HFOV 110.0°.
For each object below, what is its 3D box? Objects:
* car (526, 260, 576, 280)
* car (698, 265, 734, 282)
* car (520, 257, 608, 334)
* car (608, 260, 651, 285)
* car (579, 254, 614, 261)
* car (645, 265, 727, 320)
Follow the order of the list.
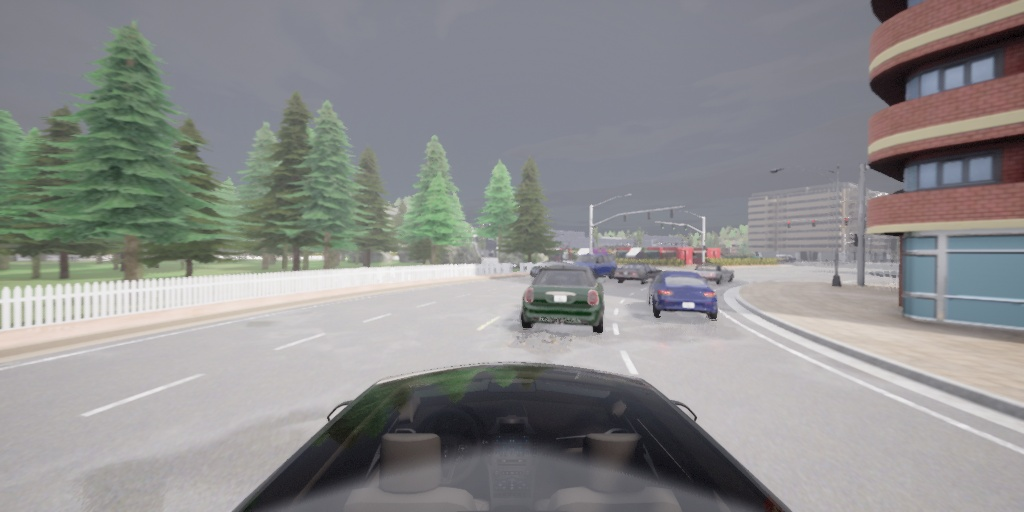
[{"bbox_3d":[3.322,1.083,29.674,1.812,1.442,4.674,1,0,39],"label":"car"},{"bbox_3d":[14.302,1.280,25.640,1.895,1.301,4.718,1,1,45],"label":"car"},{"bbox_3d":[1.684,1.043,10.820,2.097,1.767,4.553,1,1,14],"label":"car"},{"bbox_3d":[8.962,1.185,25.141,2.033,1.411,5.357,1,0,40],"label":"car"},{"bbox_3d":[6.134,0.875,27.598,2.150,2.045,5.566,1,1,40],"label":"car"},{"bbox_3d":[5.803,1.238,12.493,1.812,1.442,4.674,0,0,18],"label":"car"}]
